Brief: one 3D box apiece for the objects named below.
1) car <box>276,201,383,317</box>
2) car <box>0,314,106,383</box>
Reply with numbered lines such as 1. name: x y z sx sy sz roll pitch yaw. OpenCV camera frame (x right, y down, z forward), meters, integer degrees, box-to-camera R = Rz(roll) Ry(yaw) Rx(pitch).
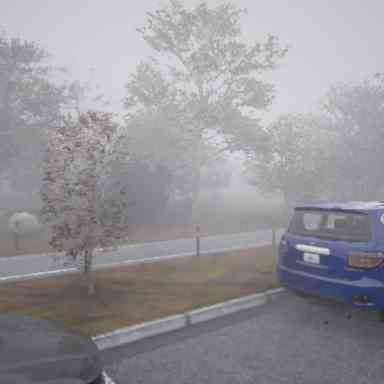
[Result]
1. car: 4.265 1.215 7.103 5.566 2.045 2.435 0 0 -33
2. car: -3.020 1.501 1.899 5.008 1.535 2.097 0 0 -33
